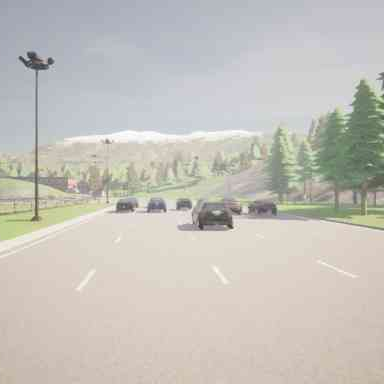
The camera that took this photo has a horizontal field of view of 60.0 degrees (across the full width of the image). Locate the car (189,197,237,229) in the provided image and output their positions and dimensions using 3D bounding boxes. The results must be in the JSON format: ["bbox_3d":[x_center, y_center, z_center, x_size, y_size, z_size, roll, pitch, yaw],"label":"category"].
[{"bbox_3d":[1.239,1.352,21.802,2.097,1.767,4.553,0,0,-6],"label":"car"}]

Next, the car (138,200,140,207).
[{"bbox_3d":[-8.552,1.526,47.367,1.812,1.442,4.674,0,0,-6],"label":"car"}]

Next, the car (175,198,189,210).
[{"bbox_3d":[-1.076,1.504,43.362,1.837,1.490,4.892,0,0,-6],"label":"car"}]

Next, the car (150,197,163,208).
[{"bbox_3d":[-5.095,1.526,47.883,1.812,1.442,4.674,0,0,-7],"label":"car"}]

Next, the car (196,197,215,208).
[{"bbox_3d":[1.893,1.547,48.460,2.033,1.411,5.357,0,0,-6],"label":"car"}]

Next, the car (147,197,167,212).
[{"bbox_3d":[-4.021,1.352,38.004,2.097,1.767,4.553,0,0,-7],"label":"car"}]

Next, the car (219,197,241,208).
[{"bbox_3d":[5.410,1.490,48.492,2.128,1.511,4.902,0,0,-6],"label":"car"}]

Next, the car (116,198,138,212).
[{"bbox_3d":[-7.555,1.478,38.161,1.882,1.535,5.008,0,0,-6],"label":"car"}]

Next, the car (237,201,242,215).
[{"bbox_3d":[3.549,1.600,33.114,1.895,1.301,4.718,0,0,-6],"label":"car"}]

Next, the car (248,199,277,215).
[{"bbox_3d":[7.024,1.503,33.530,1.837,1.490,4.892,0,0,-6],"label":"car"}]
